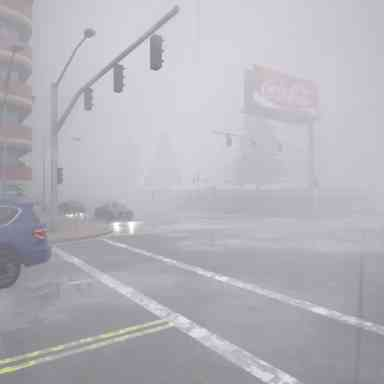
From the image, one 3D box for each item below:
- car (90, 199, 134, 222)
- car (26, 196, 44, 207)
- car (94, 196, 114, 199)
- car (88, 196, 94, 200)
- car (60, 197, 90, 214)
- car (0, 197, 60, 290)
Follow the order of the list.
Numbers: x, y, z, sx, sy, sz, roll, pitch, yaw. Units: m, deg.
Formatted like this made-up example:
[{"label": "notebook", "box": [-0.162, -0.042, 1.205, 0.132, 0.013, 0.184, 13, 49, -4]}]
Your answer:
[{"label": "car", "box": [-6.289, 1.564, 26.639, 1.994, 1.385, 4.181, 0, 0, -36]}, {"label": "car", "box": [-24.934, 1.477, 52.725, 1.882, 1.535, 5.008, 0, 0, -35]}, {"label": "car", "box": [-14.490, 1.505, 56.394, 1.837, 1.490, 4.892, 0, 0, -36]}, {"label": "car", "box": [-19.973, 1.477, 64.027, 1.882, 1.535, 5.008, 0, 0, -36]}, {"label": "car", "box": [-12.954, 1.563, 35.920, 1.994, 1.385, 4.181, 0, 0, -36]}, {"label": "car", "box": [-6.264, 1.219, 7.688, 5.566, 2.045, 2.150, 0, 0, -32]}]
